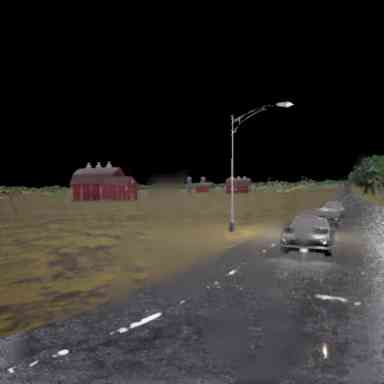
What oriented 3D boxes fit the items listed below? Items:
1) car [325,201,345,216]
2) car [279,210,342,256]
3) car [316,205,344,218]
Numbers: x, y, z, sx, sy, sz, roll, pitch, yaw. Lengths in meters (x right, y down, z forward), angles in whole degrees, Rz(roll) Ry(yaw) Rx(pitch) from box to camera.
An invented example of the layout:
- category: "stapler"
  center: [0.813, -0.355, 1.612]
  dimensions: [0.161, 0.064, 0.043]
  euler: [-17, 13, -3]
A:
- category: "car"
  center: [14.764, 1.699, 34.669]
  dimensions: [2.097, 1.767, 4.553]
  euler: [0, -1, 25]
- category: "car"
  center: [5.113, 1.707, 14.209]
  dimensions: [2.033, 1.411, 5.357]
  euler: [0, -1, 26]
- category: "car"
  center: [9.427, 1.854, 23.373]
  dimensions: [1.895, 1.301, 4.718]
  euler: [0, -1, 25]
